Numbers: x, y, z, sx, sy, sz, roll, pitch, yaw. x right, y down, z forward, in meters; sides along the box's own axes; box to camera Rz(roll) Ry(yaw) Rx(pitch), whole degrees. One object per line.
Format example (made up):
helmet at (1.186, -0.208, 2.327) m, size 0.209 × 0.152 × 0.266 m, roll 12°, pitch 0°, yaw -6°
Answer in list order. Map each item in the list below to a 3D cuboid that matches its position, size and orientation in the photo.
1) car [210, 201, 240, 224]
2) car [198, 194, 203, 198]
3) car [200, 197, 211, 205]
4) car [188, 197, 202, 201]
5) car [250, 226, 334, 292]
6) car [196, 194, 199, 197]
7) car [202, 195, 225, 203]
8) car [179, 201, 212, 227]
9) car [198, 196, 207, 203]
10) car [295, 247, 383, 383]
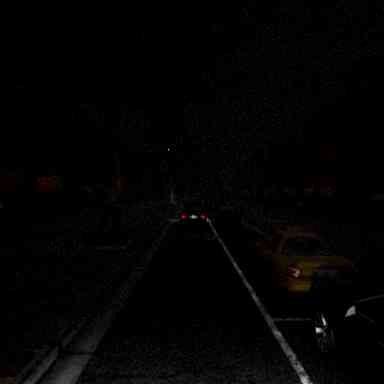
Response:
car at (2.620, 1.648, 25.278) m, size 2.008 × 1.369 × 4.403 m, roll 1°, pitch 0°, yaw 0°
car at (2.594, 1.489, 52.984) m, size 2.192 × 1.841 × 5.009 m, roll 1°, pitch 0°, yaw 0°
car at (2.579, 1.747, 64.065) m, size 1.887 × 1.381 × 4.507 m, roll 1°, pitch 0°, yaw 0°
car at (0.054, 1.753, 44.731) m, size 1.895 × 1.301 × 4.718 m, roll 0°, pitch 0°, yaw 0°
car at (2.637, 1.564, 8.824) m, size 1.752 × 1.417 × 4.829 m, roll 1°, pitch 0°, yaw 0°
car at (2.576, 1.532, 69.607) m, size 2.192 × 1.841 × 5.009 m, roll 1°, pitch 0°, yaw 0°
car at (2.612, 1.444, 36.361) m, size 2.192 × 1.841 × 5.009 m, roll 1°, pitch 0°, yaw 0°
car at (0.074, 1.639, 23.465) m, size 2.033 × 1.411 × 5.357 m, roll 0°, pitch 0°, yaw 0°
car at (2.561, 1.791, 80.688) m, size 1.887 × 1.381 × 4.507 m, roll 1°, pitch 0°, yaw 0°
car at (2.643, 1.580, 3.112) m, size 1.947 × 1.339 × 4.313 m, roll 1°, pitch 0°, yaw 0°
